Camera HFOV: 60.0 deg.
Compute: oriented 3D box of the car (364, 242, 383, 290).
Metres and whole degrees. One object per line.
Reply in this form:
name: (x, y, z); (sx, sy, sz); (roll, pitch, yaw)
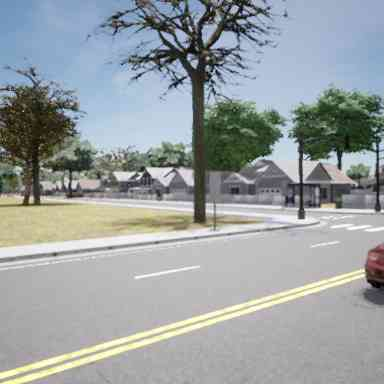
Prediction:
car: (5.687, 1.412, 7.490); (4.674, 1.442, 1.812); (-1, 1, -35)
